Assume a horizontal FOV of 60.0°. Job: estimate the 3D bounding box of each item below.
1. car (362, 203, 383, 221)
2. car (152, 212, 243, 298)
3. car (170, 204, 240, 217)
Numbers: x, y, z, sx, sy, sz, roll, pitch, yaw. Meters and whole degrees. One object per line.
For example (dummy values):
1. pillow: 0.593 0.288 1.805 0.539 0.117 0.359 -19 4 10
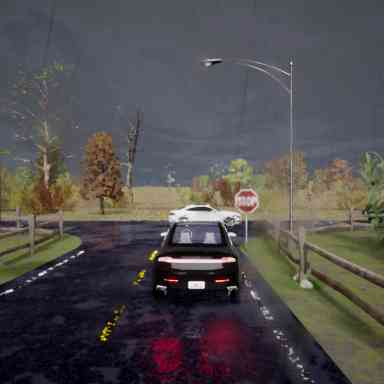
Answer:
1. car: 15.412 1.186 24.141 5.566 2.045 2.150 0 0 1
2. car: 0.152 1.491 8.515 2.128 1.511 4.902 0 0 2
3. car: 0.803 1.518 21.401 4.674 1.442 1.812 0 0 1
